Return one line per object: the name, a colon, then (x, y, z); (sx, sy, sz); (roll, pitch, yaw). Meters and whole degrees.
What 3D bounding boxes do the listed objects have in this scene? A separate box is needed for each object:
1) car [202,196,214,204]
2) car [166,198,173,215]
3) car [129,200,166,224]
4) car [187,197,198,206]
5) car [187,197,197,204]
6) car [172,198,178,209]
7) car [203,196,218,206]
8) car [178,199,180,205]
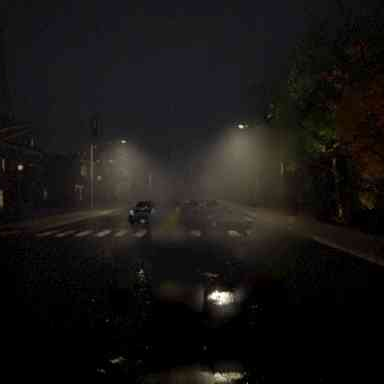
car: (3.242, 1.630, 66.584); (2.128, 1.511, 4.902); (0, 0, 0)
car: (-3.353, 1.636, 34.499); (1.994, 1.385, 4.181); (0, 0, 0)
car: (-3.352, 1.405, 24.911); (2.097, 1.767, 4.553); (0, 0, 0)
car: (0.092, 1.720, 57.829); (1.895, 1.301, 4.718); (0, 0, 0)
car: (0.005, 1.683, 68.028); (2.033, 1.411, 5.357); (0, 0, 0)
car: (-3.349, 1.694, 44.863); (1.895, 1.301, 4.718); (0, 0, 0)
car: (3.345, 1.717, 56.578); (1.895, 1.301, 4.718); (0, 0, 0)
car: (-3.263, 1.724, 60.281); (1.895, 1.301, 4.718); (0, 0, 0)
